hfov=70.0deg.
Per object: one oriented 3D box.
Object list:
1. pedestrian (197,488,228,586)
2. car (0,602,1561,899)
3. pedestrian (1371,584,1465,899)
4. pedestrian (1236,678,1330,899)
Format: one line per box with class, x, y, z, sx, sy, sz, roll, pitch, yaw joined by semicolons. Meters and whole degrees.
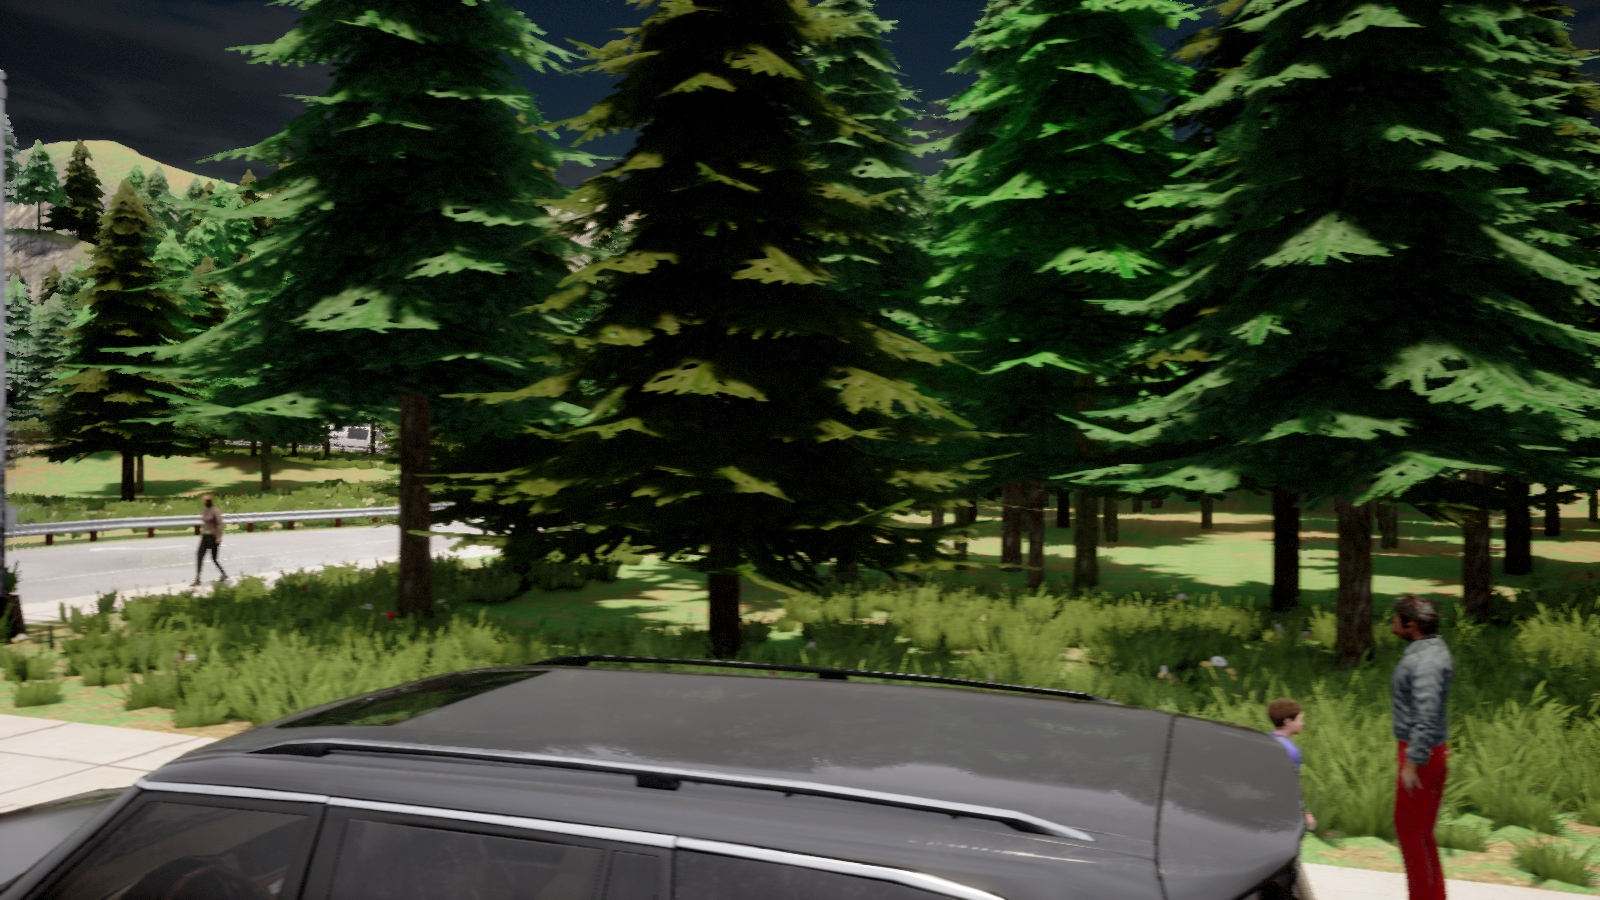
pedestrian;-11.379;1.672;22.117;0.375;1.860;0.375;0;0;18
car;-1.023;1.780;3.727;5.566;2.045;2.150;0;0;20
pedestrian;3.385;1.695;6.256;0.375;1.860;0.375;0;0;42
pedestrian;2.722;1.974;6.459;0.375;1.300;0.375;0;0;0
